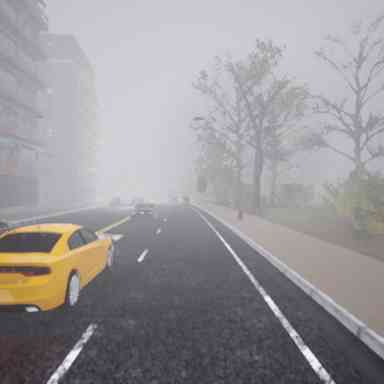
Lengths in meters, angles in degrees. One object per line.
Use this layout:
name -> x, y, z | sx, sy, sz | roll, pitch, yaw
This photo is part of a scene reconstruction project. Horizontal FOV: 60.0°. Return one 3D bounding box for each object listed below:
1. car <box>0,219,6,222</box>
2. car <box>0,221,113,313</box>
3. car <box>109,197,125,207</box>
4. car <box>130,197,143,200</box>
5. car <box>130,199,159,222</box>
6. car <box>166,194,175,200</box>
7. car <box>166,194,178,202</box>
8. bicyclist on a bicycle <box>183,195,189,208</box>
car -> -6.693, 1.494, 9.547 | 2.128, 1.511, 4.902 | 0, 0, -1
car -> -3.217, 1.478, 7.799 | 1.882, 1.535, 5.008 | 0, 0, -1
car -> -11.840, 1.517, 52.271 | 1.812, 1.442, 4.674 | 0, 0, -4
car -> -8.621, 1.479, 52.789 | 2.128, 1.511, 4.902 | 0, 0, -4
car -> -3.677, 1.544, 26.305 | 2.033, 1.411, 5.357 | 0, 0, -2
car -> -5.855, 1.245, 90.147 | 1.882, 1.535, 5.008 | 0, 0, -8
car -> -4.243, 1.505, 76.379 | 2.033, 1.411, 5.357 | 0, 0, -7
bicyclist on a bicycle -> -0.589, 1.437, 44.943 | 0.582, 1.620, 1.656 | 0, 0, -4
